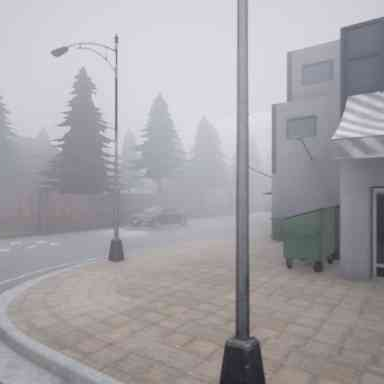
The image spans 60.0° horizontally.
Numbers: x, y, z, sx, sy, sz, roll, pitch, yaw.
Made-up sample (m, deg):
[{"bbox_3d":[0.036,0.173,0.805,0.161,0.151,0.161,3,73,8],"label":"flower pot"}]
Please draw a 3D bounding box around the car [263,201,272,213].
[{"bbox_3d":[10.176,1.678,39.503,1.837,1.490,4.892,0,0,37],"label":"car"}]

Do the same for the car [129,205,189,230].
[{"bbox_3d":[-2.142,1.677,22.897,1.837,1.490,4.892,0,0,37],"label":"car"}]
